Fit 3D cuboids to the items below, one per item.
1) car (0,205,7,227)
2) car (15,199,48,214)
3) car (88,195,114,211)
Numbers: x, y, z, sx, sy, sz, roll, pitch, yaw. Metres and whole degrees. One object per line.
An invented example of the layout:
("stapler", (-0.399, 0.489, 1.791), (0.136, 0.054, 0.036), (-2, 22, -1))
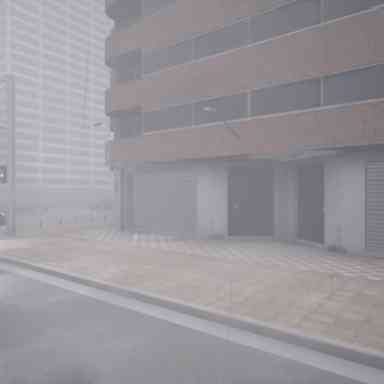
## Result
("car", (-13.333, 1.353, 19.333), (2.097, 1.767, 4.553), (0, 0, 37))
("car", (-16.698, 1.505, 32.633), (1.837, 1.490, 4.892), (0, 0, 37))
("car", (-10.451, 1.505, 40.889), (1.837, 1.490, 4.892), (0, 0, 37))
